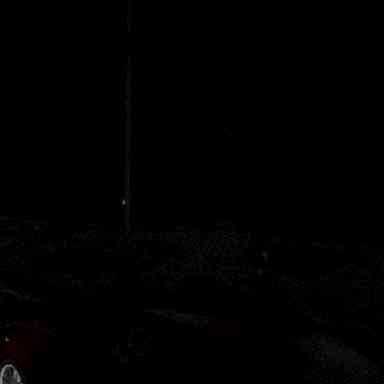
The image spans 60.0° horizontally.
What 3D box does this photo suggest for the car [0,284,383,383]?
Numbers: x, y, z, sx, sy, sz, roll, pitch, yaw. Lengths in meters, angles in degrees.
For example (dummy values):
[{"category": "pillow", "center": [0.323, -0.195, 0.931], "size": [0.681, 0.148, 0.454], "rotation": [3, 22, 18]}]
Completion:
[{"category": "car", "center": [-0.124, 1.568, 3.046], "size": [4.206, 1.307, 1.802], "rotation": [1, 1, 35]}]
